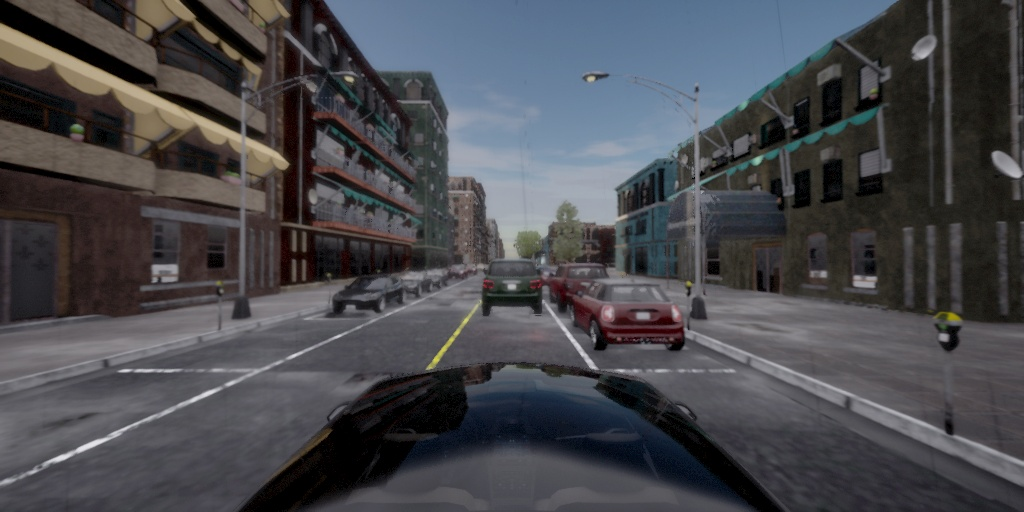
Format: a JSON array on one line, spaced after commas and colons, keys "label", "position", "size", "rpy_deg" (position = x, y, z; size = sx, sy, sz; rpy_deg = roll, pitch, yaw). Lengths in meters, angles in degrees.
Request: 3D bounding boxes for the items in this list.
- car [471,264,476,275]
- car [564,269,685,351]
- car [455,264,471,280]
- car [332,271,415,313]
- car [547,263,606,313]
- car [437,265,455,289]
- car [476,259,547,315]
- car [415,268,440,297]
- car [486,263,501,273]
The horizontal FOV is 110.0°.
[{"label": "car", "position": [-5.680, 1.749, 48.056], "size": [1.967, 1.591, 4.097], "rpy_deg": [0, 0, 0]}, {"label": "car", "position": [2.692, 1.276, 9.284], "size": [1.967, 1.591, 4.097], "rpy_deg": [0, 0, 0]}, {"label": "car", "position": [-5.683, 1.609, 36.978], "size": [1.967, 1.591, 4.097], "rpy_deg": [0, 0, 0]}, {"label": "car", "position": [-5.687, 1.465, 14.826], "size": [1.948, 1.339, 4.313], "rpy_deg": [0, 0, 0]}, {"label": "car", "position": [2.694, 1.214, 14.824], "size": [2.192, 1.841, 5.009], "rpy_deg": [0, 0, 0]}, {"label": "car", "position": [-5.685, 1.580, 25.901], "size": [2.007, 1.370, 4.403], "rpy_deg": [0, 0, 0]}, {"label": "car", "position": [0.011, 1.120, 14.448], "size": [2.150, 2.045, 5.566], "rpy_deg": [0, 0, 0]}, {"label": "car", "position": [-5.686, 1.514, 20.363], "size": [2.007, 1.370, 4.403], "rpy_deg": [0, 0, 0]}, {"label": "car", "position": [-3.052, 1.958, 60.359], "size": [2.128, 1.511, 4.902], "rpy_deg": [0, -1, 0]}]
